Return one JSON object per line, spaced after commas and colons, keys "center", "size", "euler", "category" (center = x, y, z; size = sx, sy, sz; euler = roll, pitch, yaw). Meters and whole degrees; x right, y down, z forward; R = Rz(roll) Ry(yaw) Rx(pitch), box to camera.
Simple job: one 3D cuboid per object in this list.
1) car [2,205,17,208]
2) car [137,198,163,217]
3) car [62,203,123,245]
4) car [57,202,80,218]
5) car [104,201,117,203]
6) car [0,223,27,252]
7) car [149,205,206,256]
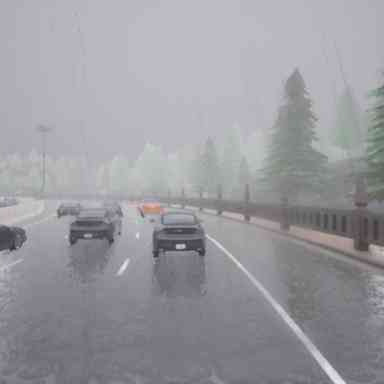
{"center": [-23.277, 1.442, 42.808], "size": [2.128, 1.511, 4.902], "euler": [0, 0, -25], "category": "car"}
{"center": [-3.915, 1.316, 30.896], "size": [2.097, 1.767, 4.553], "euler": [0, 0, -14], "category": "car"}
{"center": [-4.414, 1.486, 15.644], "size": [1.837, 1.490, 4.892], "euler": [0, 0, -7], "category": "car"}
{"center": [-10.747, 1.566, 29.625], "size": [1.895, 1.301, 4.718], "euler": [0, 0, -15], "category": "car"}
{"center": [-7.774, 1.527, 31.720], "size": [1.994, 1.385, 4.181], "euler": [0, 0, -16], "category": "car"}
{"center": [-7.368, 1.534, 10.914], "size": [2.033, 1.411, 5.357], "euler": [0, 0, -5], "category": "car"}
{"center": [-0.600, 1.490, 13.028], "size": [1.837, 1.490, 4.892], "euler": [0, 0, -6], "category": "car"}
